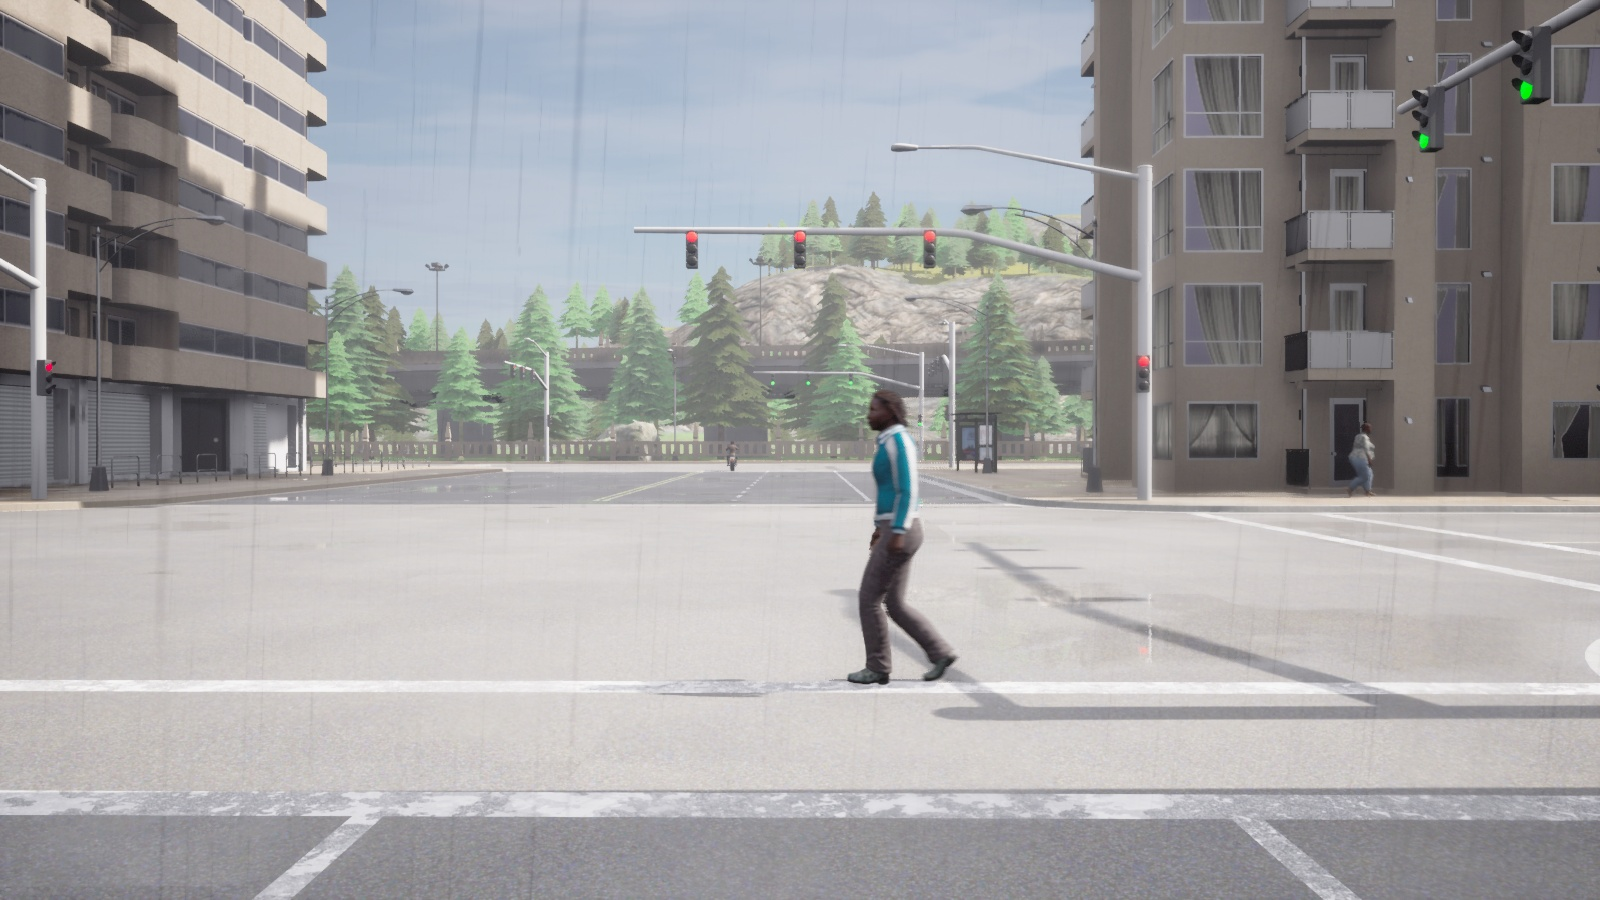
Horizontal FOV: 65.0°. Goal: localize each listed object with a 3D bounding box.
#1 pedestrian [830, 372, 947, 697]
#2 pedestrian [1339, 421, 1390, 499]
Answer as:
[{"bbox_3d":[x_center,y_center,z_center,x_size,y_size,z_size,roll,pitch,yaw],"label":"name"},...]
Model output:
[{"bbox_3d":[0.529,0.501,7.668,0.692,1.930,0.396,0,0,2],"label":"pedestrian"},{"bbox_3d":[13.675,0.244,30.429,0.900,1.855,0.874,0,0,7],"label":"pedestrian"}]
